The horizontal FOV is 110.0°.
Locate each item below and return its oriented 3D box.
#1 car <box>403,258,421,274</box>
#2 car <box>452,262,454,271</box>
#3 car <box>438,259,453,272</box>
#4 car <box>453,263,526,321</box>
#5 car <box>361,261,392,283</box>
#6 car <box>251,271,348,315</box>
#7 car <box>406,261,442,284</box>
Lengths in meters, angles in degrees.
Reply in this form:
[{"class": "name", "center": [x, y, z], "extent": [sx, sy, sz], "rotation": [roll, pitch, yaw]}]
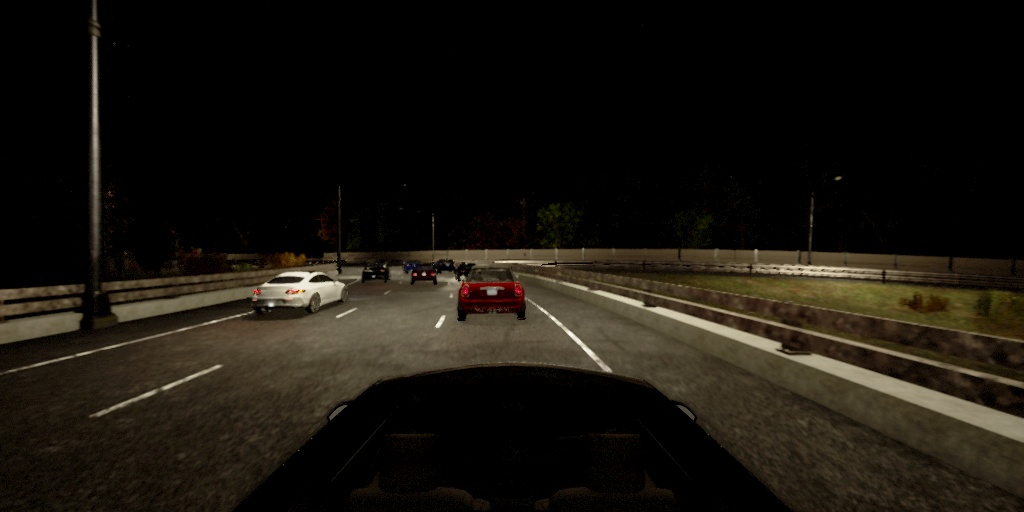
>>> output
[{"class": "car", "center": [-11.687, 1.131, 42.387], "extent": [2.097, 1.767, 4.553], "rotation": [0, 0, -22]}, {"class": "car", "center": [-3.526, 1.275, 28.915], "extent": [1.812, 1.442, 4.674], "rotation": [0, 0, -13]}, {"class": "car", "center": [-8.071, 1.113, 42.783], "extent": [2.097, 1.767, 4.553], "rotation": [0, 0, -21]}, {"class": "car", "center": [-0.782, 1.097, 12.718], "extent": [2.097, 1.767, 4.553], "rotation": [0, 0, -5]}, {"class": "car", "center": [-10.579, 1.276, 28.226], "extent": [2.128, 1.511, 4.902], "rotation": [0, 0, -14]}, {"class": "car", "center": [-7.895, 1.306, 13.702], "extent": [1.812, 1.442, 4.674], "rotation": [0, 0, -6]}, {"class": "car", "center": [-6.603, 1.312, 26.974], "extent": [2.033, 1.411, 5.357], "rotation": [0, 0, -14]}]
